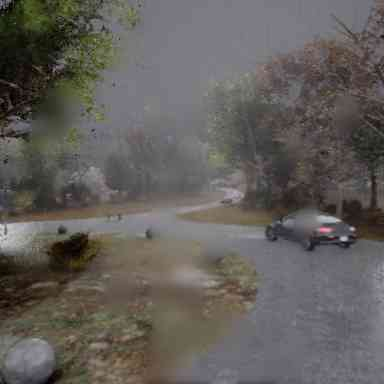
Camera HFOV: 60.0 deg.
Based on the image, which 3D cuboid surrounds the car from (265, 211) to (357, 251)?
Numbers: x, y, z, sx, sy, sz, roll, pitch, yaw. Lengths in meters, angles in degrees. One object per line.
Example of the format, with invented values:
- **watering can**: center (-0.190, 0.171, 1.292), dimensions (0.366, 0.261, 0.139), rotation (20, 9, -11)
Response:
- **car**: center (4.858, 1.524, 14.118), dimensions (1.812, 1.442, 4.674), rotation (-1, 0, -14)

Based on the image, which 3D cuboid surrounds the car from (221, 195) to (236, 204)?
- **car**: center (7.363, 1.796, 69.536), dimensions (1.895, 1.301, 4.718), rotation (-2, 1, 17)

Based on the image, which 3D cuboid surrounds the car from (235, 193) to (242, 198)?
- **car**: center (12.623, 1.091, 90.765), dimensions (2.128, 1.511, 4.902), rotation (-1, 3, 11)
